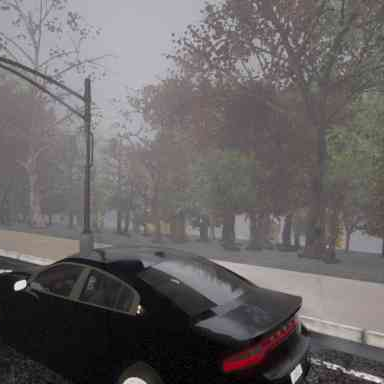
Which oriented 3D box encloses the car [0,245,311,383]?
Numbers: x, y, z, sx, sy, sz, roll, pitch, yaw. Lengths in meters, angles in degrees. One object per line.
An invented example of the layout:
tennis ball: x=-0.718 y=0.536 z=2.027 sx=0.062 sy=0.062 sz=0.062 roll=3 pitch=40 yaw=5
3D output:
car: x=-1.046 y=1.477 z=4.488 sx=5.008 sy=1.535 sz=1.882 roll=0 pitch=0 yaw=36
